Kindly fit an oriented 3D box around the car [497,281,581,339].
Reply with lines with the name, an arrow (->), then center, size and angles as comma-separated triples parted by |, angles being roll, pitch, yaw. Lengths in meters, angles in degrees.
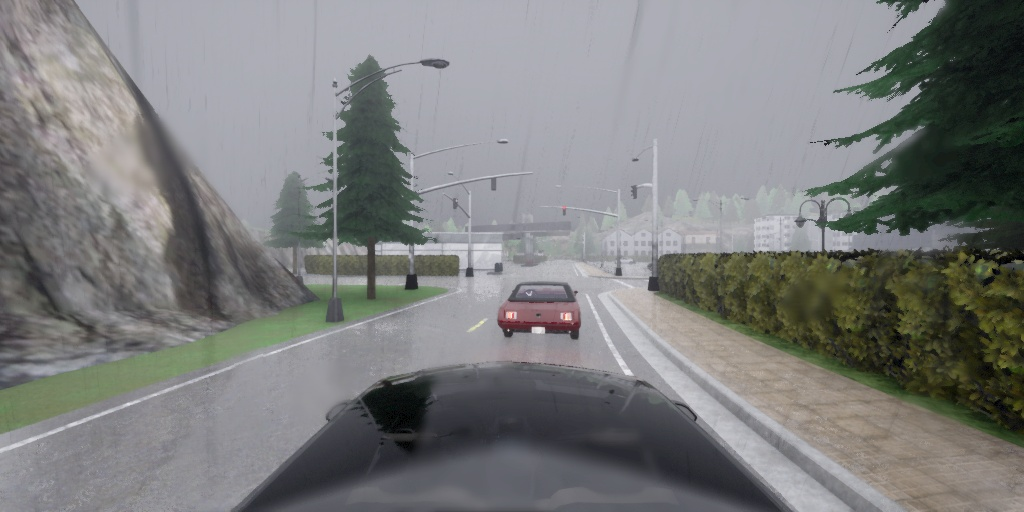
car -> 0.912, 1.351, 10.109 | 1.895, 1.301, 4.718 | 0, 0, 8
